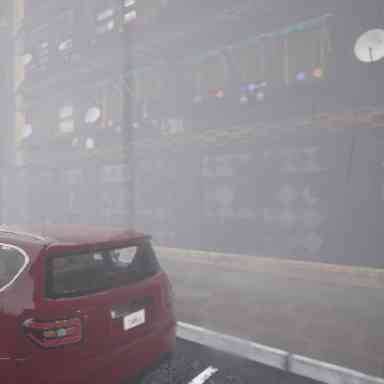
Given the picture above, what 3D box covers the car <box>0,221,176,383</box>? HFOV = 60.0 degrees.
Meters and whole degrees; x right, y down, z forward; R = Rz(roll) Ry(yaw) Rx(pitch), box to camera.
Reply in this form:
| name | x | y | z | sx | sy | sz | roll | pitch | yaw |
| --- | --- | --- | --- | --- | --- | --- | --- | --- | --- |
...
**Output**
| name | x | y | z | sx | sy | sz | roll | pitch | yaw |
| --- | --- | --- | --- | --- | --- | --- | --- | --- | --- |
| car | -2.506 | 1.337 | 4.638 | 5.009 | 1.841 | 2.192 | 0 | -1 | 36 |
